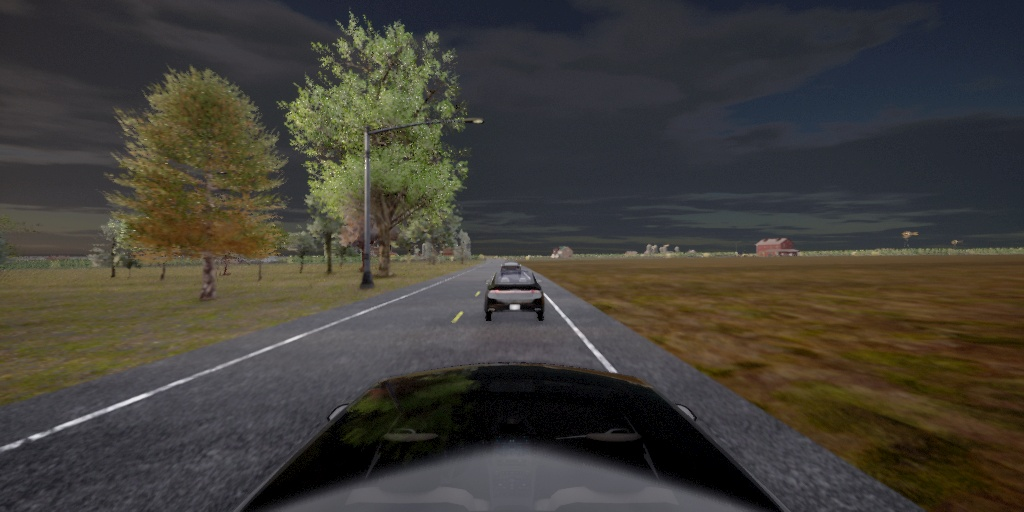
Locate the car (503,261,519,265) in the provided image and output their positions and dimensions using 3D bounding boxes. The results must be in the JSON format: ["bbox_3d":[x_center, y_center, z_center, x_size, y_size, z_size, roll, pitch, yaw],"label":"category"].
[{"bbox_3d":[-0.104,1.229,34.607,1.882,1.535,5.008,0,0,-1],"label":"car"}]

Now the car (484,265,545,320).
[{"bbox_3d":[0.072,1.241,12.595,2.128,1.511,4.902,0,0,0],"label":"car"}]
